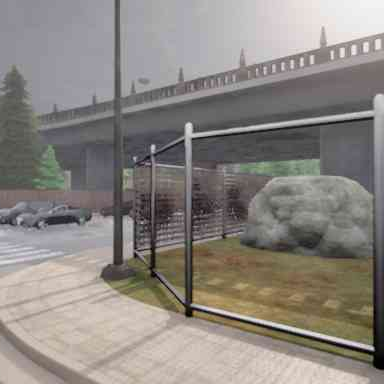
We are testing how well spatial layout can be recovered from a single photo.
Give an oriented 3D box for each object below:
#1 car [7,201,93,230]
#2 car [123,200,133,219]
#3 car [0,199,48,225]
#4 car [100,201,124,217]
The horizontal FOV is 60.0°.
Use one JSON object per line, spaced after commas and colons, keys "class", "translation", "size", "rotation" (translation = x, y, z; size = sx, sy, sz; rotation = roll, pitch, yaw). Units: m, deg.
{"class": "car", "translation": [-8.880, 1.562, 21.787], "size": [2.128, 1.511, 4.902], "rotation": [0, 0, 36]}
{"class": "car", "translation": [-3.479, 1.597, 29.316], "size": [1.812, 1.442, 4.674], "rotation": [0, 0, 36]}
{"class": "car", "translation": [-11.703, 1.426, 23.854], "size": [2.097, 1.767, 4.553], "rotation": [0, 0, 36]}
{"class": "car", "translation": [-6.328, 1.551, 31.349], "size": [1.882, 1.535, 5.008], "rotation": [0, 0, 36]}
